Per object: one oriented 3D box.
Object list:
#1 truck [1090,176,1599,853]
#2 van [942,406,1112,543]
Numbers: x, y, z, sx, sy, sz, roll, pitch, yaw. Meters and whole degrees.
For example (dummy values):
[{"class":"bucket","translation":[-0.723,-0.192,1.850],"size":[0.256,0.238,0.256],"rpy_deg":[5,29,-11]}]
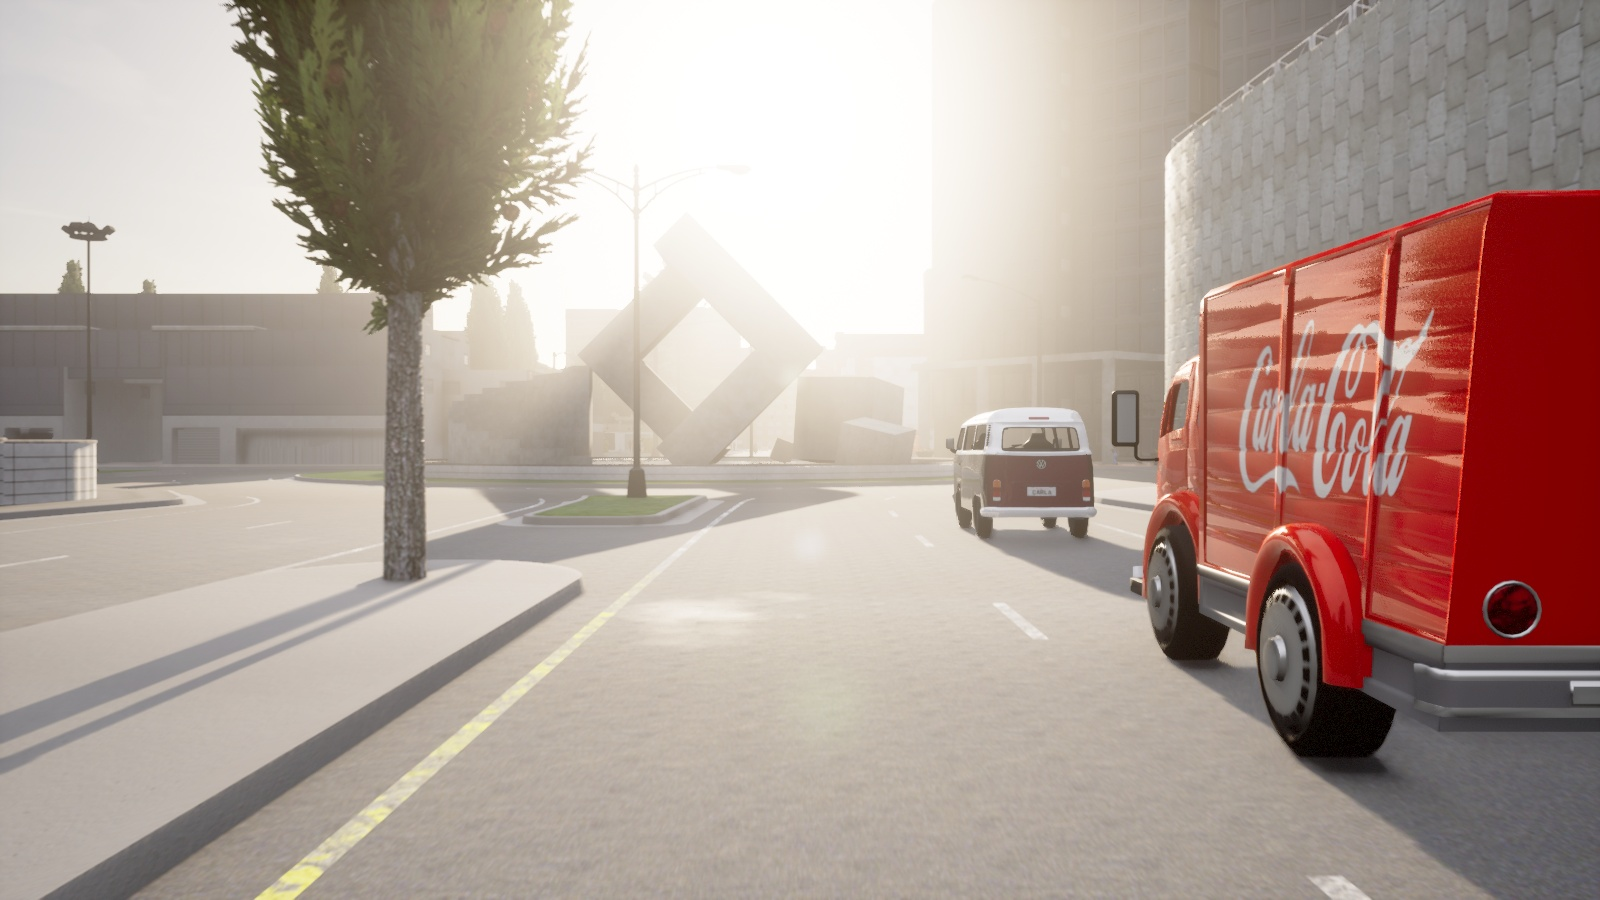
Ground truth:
[{"class":"truck","translation":[3.557,0.222,7.171],"size":[2.627,2.467,5.204],"rpy_deg":[0,0,0]},{"class":"van","translation":[3.643,0.355,20.983],"size":[2.069,2.038,4.480],"rpy_deg":[0,0,1]}]
